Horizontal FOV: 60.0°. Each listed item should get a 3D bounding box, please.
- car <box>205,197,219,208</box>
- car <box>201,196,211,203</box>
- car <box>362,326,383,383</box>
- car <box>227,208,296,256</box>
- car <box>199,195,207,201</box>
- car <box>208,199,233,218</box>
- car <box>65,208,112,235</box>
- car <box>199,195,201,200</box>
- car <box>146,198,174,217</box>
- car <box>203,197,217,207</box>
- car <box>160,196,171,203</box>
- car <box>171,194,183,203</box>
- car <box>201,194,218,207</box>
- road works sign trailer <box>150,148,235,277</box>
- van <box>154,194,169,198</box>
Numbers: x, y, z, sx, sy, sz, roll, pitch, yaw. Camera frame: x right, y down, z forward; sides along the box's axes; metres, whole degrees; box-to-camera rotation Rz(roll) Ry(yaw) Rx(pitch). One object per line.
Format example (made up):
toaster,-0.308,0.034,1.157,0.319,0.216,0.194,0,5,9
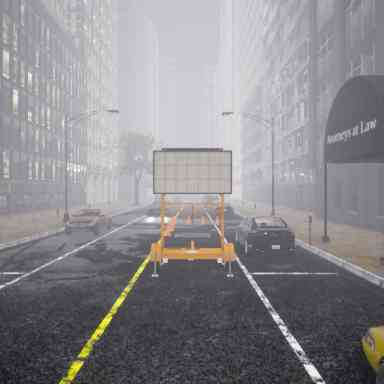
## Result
car,2.762,1.535,35.728,1.887,1.381,4.507,0,0,0
car,2.836,1.507,69.917,1.887,1.381,4.507,0,0,0
car,2.687,1.525,1.711,1.752,1.417,4.829,0,0,0
car,2.712,1.549,12.935,2.008,1.369,4.403,0,0,0
car,2.874,1.466,87.183,1.752,1.417,4.829,0,0,0
car,2.749,1.559,30.030,1.947,1.339,4.313,0,0,0
car,-5.656,1.579,18.658,1.802,1.307,4.206,0,0,0
car,2.810,1.289,58.521,2.192,1.841,5.009,0,0,0
car,-3.034,1.557,30.911,1.994,1.385,4.181,0,0,0
car,2.799,1.523,52.822,1.887,1.381,4.507,0,0,0
car,-5.544,1.514,69.938,2.008,1.369,4.403,0,0,0
car,-2.857,1.471,66.552,1.837,1.490,4.892,0,0,0
car,2.785,1.299,47.124,2.192,1.841,5.009,0,0,0
road works sign trailer,0.019,0.463,10.228,2.380,3.560,2.880,0,0,0
van,-5.571,1.315,58.544,1.690,1.788,3.998,0,0,0
